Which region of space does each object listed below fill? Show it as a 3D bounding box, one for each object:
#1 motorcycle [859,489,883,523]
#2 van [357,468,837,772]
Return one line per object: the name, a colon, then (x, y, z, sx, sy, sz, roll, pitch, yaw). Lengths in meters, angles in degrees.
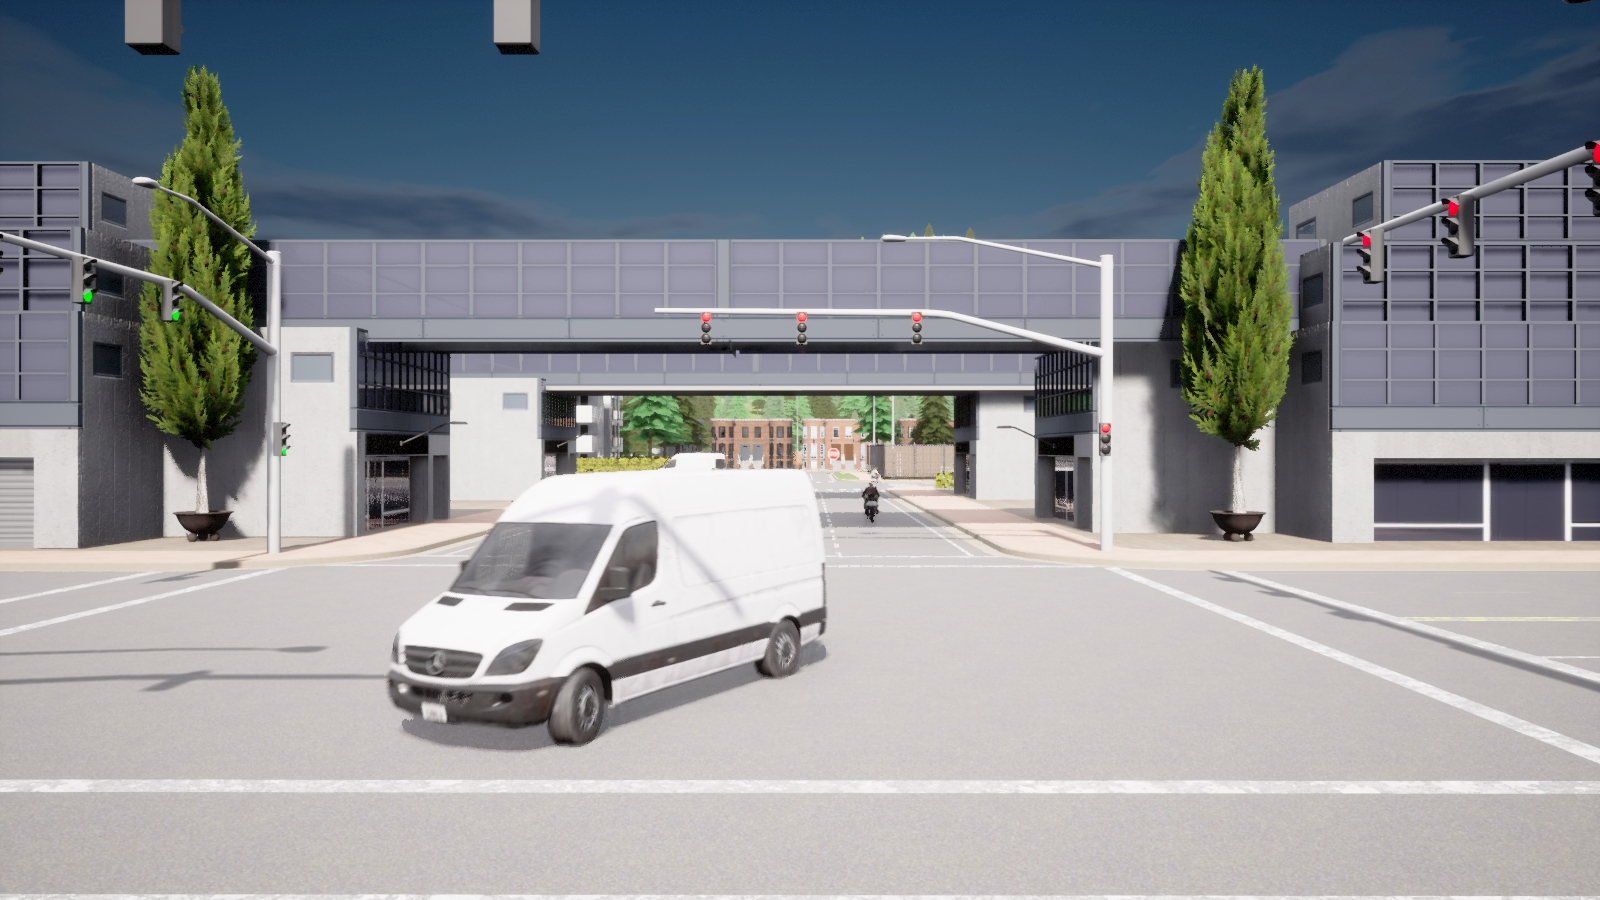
motorcycle: (2.829, 2.205, 45.478, 0.867, 1.251, 2.209, 0, 0, 1)
van: (-1.880, 1.534, 13.012, 1.988, 2.561, 5.915, -1, 0, 30)
